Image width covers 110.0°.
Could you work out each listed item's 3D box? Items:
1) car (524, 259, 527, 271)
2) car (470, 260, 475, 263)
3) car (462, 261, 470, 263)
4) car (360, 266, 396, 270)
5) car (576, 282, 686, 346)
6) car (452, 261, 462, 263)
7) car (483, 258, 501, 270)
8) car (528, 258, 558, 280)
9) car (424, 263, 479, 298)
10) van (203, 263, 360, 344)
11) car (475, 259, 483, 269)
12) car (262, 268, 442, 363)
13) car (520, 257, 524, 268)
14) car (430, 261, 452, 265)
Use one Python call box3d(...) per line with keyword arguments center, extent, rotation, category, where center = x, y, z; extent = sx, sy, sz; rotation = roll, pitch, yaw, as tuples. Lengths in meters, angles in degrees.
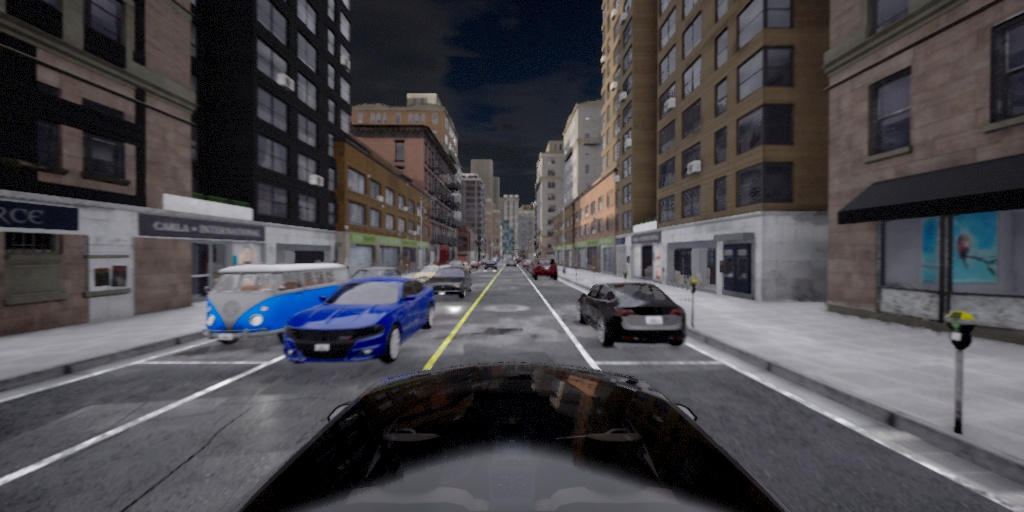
box3d(center=(2.776, 1.325, 42.215), extent=(2.007, 1.370, 4.403), rotation=(0, 0, 0), category="car")
box3d(center=(-5.750, 1.291, 42.028), extent=(1.751, 1.417, 4.829), rotation=(0, 0, 0), category="car")
box3d(center=(-5.740, 1.197, 36.702), extent=(1.967, 1.591, 4.097), rotation=(0, 0, 0), category="car")
box3d(center=(-5.698, 1.181, 14.716), extent=(1.967, 1.591, 4.097), rotation=(0, 0, 0), category="car")
box3d(center=(2.839, 1.316, 9.236), extent=(1.948, 1.339, 4.313), rotation=(0, 0, 0), category="car")
box3d(center=(-5.729, 1.332, 31.205), extent=(1.802, 1.307, 4.207), rotation=(0, 0, 0), category="car")
box3d(center=(-3.102, 1.341, 53.436), extent=(2.033, 1.411, 5.357), rotation=(0, 0, 0), category="car")
box3d(center=(2.797, 1.074, 31.222), extent=(2.192, 1.841, 5.009), rotation=(0, 0, 0), category="car")
box3d(center=(-3.127, 1.292, 18.707), extent=(2.033, 1.411, 5.357), rotation=(0, 0, 0), category="car")
box3d(center=(-5.687, 1.082, 9.219), extent=(1.690, 1.789, 3.998), rotation=(0, 0, 0), category="van")
box3d(center=(-5.771, 1.332, 53.192), extent=(1.888, 1.381, 4.507), rotation=(0, 0, 0), category="car")
box3d(center=(-3.116, 1.222, 8.359), extent=(1.882, 1.535, 5.008), rotation=(0, 0, 0), category="car")
box3d(center=(2.744, 1.248, 58.705), extent=(1.967, 1.591, 4.097), rotation=(0, 0, 0), category="car")
box3d(center=(-5.718, 1.271, 25.539), extent=(1.751, 1.417, 4.829), rotation=(0, 0, 0), category="car")
